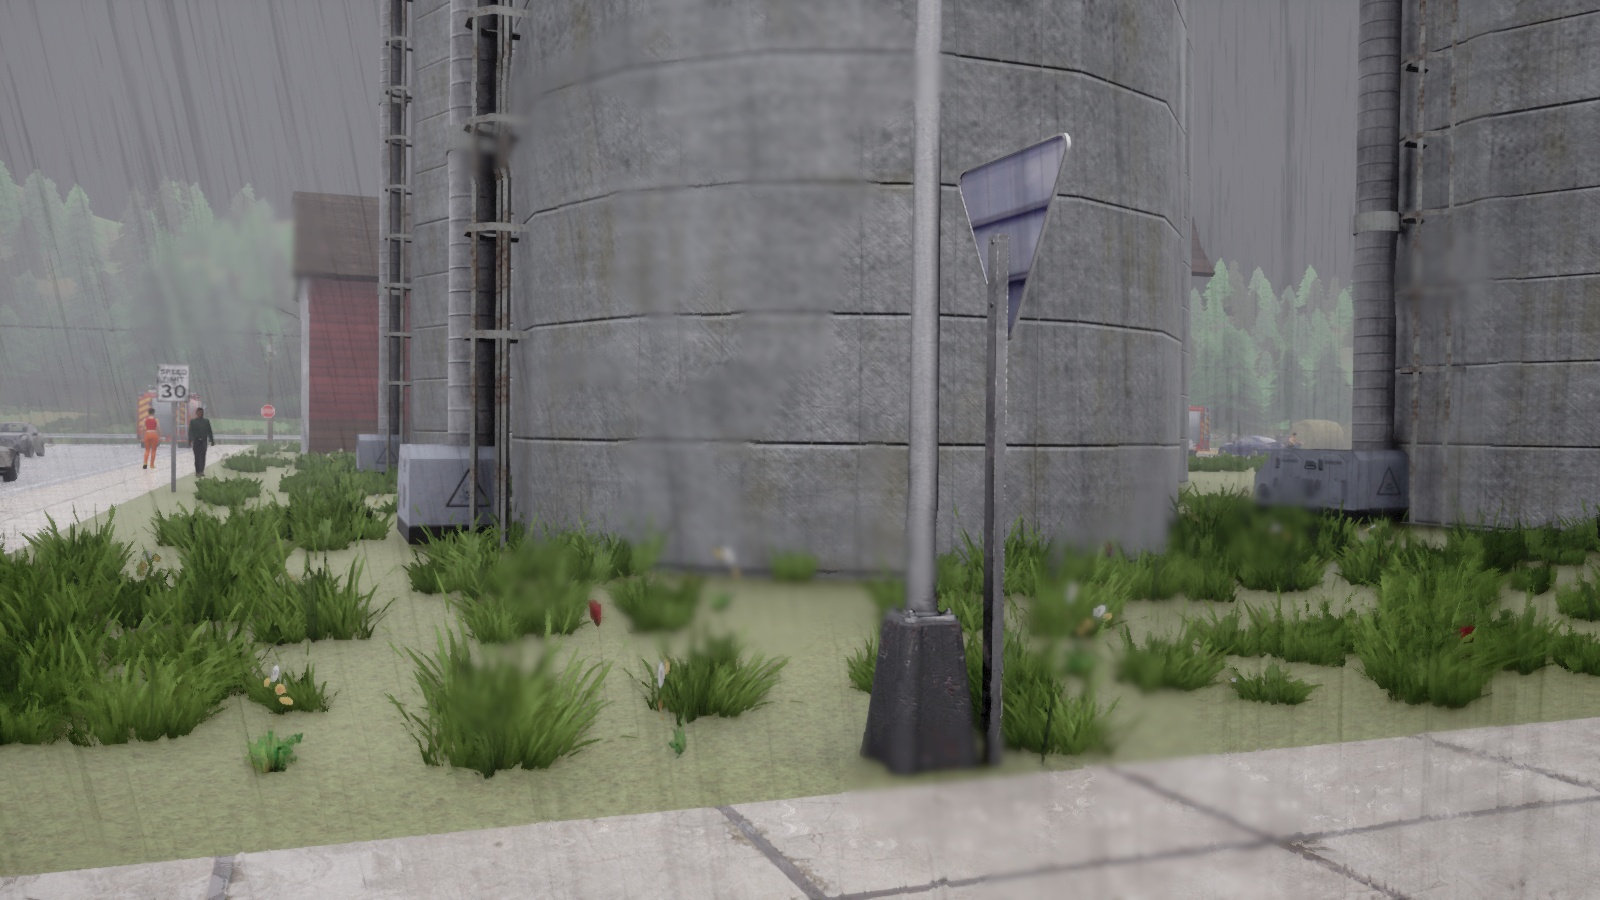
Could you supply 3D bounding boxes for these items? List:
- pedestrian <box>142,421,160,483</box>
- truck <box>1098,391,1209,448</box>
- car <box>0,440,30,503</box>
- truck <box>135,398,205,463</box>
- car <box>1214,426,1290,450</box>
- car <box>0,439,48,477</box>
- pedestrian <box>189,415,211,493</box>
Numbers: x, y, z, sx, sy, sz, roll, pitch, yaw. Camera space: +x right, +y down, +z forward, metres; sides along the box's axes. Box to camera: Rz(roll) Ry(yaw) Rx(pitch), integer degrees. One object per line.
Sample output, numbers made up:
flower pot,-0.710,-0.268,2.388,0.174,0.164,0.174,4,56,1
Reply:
pedestrian,-19.537,0.049,37.803,0.345,1.836,0.594,-1,1,-16
truck,24.537,-2.088,87.621,2.891,3.827,8.468,-1,1,-22
car,-20.349,0.524,30.330,2.163,1.488,4.792,-1,1,-22
truck,-39.824,-1.232,79.632,2.891,3.827,8.468,-1,1,-20
car,28.201,-0.784,78.468,1.812,1.442,4.674,-1,1,-21
car,-33.072,0.309,52.868,1.845,1.501,3.633,-1,1,-22
pedestrian,-15.208,0.096,31.842,0.423,1.949,0.788,-1,1,-30
